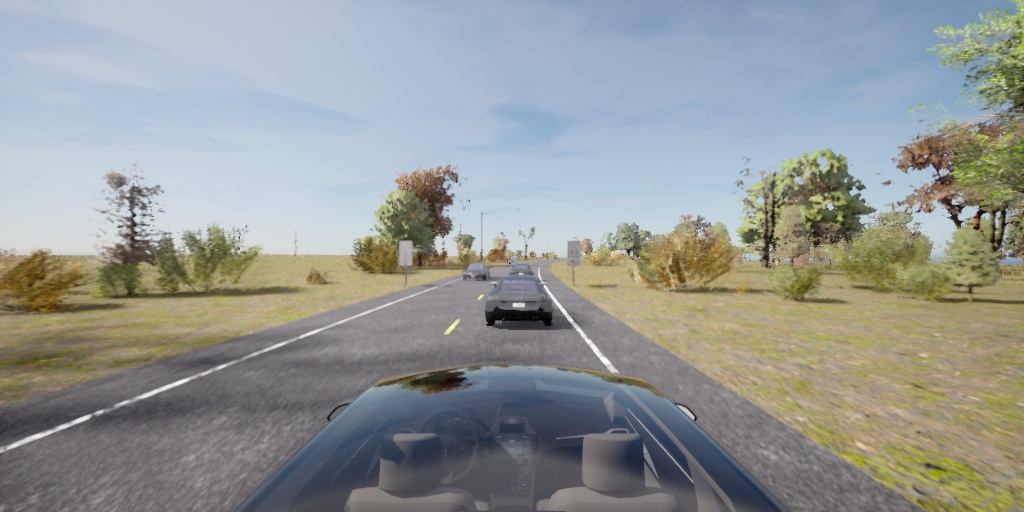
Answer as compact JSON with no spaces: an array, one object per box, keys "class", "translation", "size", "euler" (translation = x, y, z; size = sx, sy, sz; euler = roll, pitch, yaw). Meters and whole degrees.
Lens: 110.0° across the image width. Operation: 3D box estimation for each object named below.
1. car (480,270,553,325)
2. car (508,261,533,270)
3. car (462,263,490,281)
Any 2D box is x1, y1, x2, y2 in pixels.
[{"class":"car","translation":[0.225,1.317,11.855],"size":[1.994,1.385,4.181],"euler":[0,0,1]},{"class":"car","translation":[0.782,1.319,29.398],"size":[1.994,1.385,4.181],"euler":[0,0,3]},{"class":"car","translation":[-2.896,1.280,29.947],"size":[1.812,1.442,4.674],"euler":[0,0,3]}]
